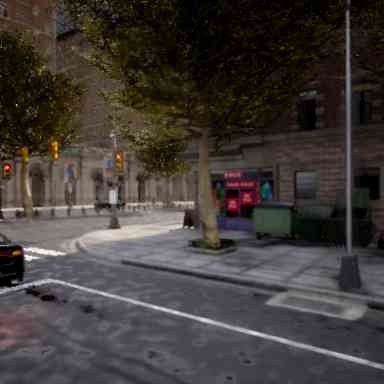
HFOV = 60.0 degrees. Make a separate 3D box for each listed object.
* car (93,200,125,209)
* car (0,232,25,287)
[{"bbox_3d":[-12.263,1.764,49.389,1.895,1.301,4.718,0,0,36],"label":"car"},{"bbox_3d":[-6.002,1.558,8.486,5.008,1.535,1.882,-1,0,43],"label":"car"}]
